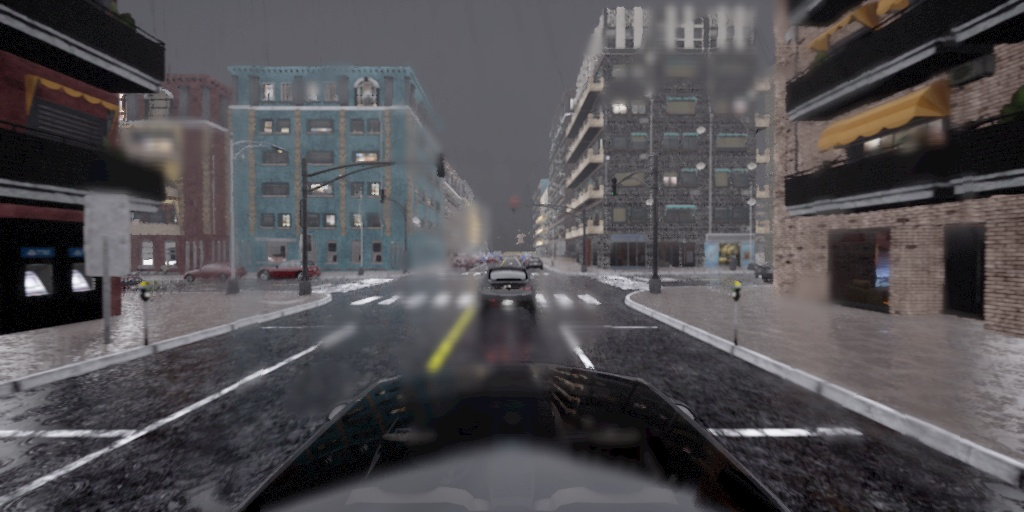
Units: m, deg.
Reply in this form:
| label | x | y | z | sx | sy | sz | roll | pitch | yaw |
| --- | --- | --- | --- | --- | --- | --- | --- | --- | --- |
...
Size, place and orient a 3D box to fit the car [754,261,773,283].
| label | x | y | z | sx | sy | sz | roll | pitch | yaw |
| --- | --- | --- | --- | --- | --- | --- | --- | --- | --- |
| car | 15.555 | 0.846 | 19.323 | 4.403 | 1.370 | 2.007 | 0 | 0 | 0 |

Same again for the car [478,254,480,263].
| label | x | y | z | sx | sy | sz | roll | pitch | yaw |
| --- | --- | --- | --- | --- | --- | --- | --- | --- | --- |
| car | -5.433 | 0.711 | 45.110 | 1.888 | 1.381 | 4.507 | 0 | 0 | 0 |

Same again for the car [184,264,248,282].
| label | x | y | z | sx | sy | sz | roll | pitch | yaw |
| --- | --- | --- | --- | --- | --- | --- | --- | --- | --- |
| car | -22.524 | 1.258 | 27.404 | 4.207 | 1.307 | 1.802 | 0 | 0 | 0 |

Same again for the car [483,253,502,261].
| label | x | y | z | sx | sy | sz | roll | pitch | yaw |
| --- | --- | --- | --- | --- | --- | --- | --- | --- | --- |
| car | -2.964 | 0.632 | 54.814 | 1.895 | 1.301 | 4.718 | 0 | 1 | 0 |

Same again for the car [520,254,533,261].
| label | x | y | z | sx | sy | sz | roll | pitch | yaw |
| --- | --- | --- | --- | --- | --- | --- | --- | --- | --- |
| car | 2.433 | 0.670 | 50.683 | 1.802 | 1.307 | 4.207 | 0 | 0 | 0 |

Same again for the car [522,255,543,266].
| label | x | y | z | sx | sy | sz | roll | pitch | yaw |
| --- | --- | --- | --- | --- | --- | --- | --- | --- | --- |
| car | 2.463 | 0.807 | 39.580 | 1.948 | 1.339 | 4.313 | 0 | 0 | 0 |

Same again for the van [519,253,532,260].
| label | x | y | z | sx | sy | sz | roll | pitch | yaw |
| --- | --- | --- | --- | --- | --- | --- | --- | --- | --- |
| van | 2.418 | 0.352 | 56.235 | 1.690 | 1.789 | 3.998 | 0 | 0 | 0 |

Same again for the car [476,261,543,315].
| label | x | y | z | sx | sy | sz | roll | pitch | yaw |
| --- | --- | --- | --- | --- | --- | --- | --- | --- | --- |
| car | -0.200 | 1.107 | 12.849 | 1.837 | 1.490 | 4.892 | 0 | 1 | -3 |

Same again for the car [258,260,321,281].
| label | x | y | z | sx | sy | sz | roll | pitch | yaw |
| --- | --- | --- | --- | --- | --- | --- | --- | --- | --- |
| car | -16.975 | 1.047 | 27.379 | 4.097 | 1.591 | 1.967 | 0 | 0 | 0 |

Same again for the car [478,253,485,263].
| label | x | y | z | sx | sy | sz | roll | pitch | yaw |
| --- | --- | --- | --- | --- | --- | --- | --- | --- | --- |
| car | -5.462 | 0.557 | 56.213 | 1.888 | 1.381 | 4.507 | 0 | 0 | 0 |

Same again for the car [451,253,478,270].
| label | x | y | z | sx | sy | sz | roll | pitch | yaw |
| --- | --- | --- | --- | --- | --- | --- | --- | --- | --- |
| car | -5.418 | 0.556 | 39.558 | 2.192 | 1.841 | 5.009 | 0 | 0 | 0 |

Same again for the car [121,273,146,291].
| label | x | y | z | sx | sy | sz | roll | pitch | yaw |
| --- | --- | --- | --- | --- | --- | --- | --- | --- | --- |
| car | -22.541 | 1.208 | 19.519 | 4.097 | 1.591 | 1.967 | 0 | 0 | 0 |
